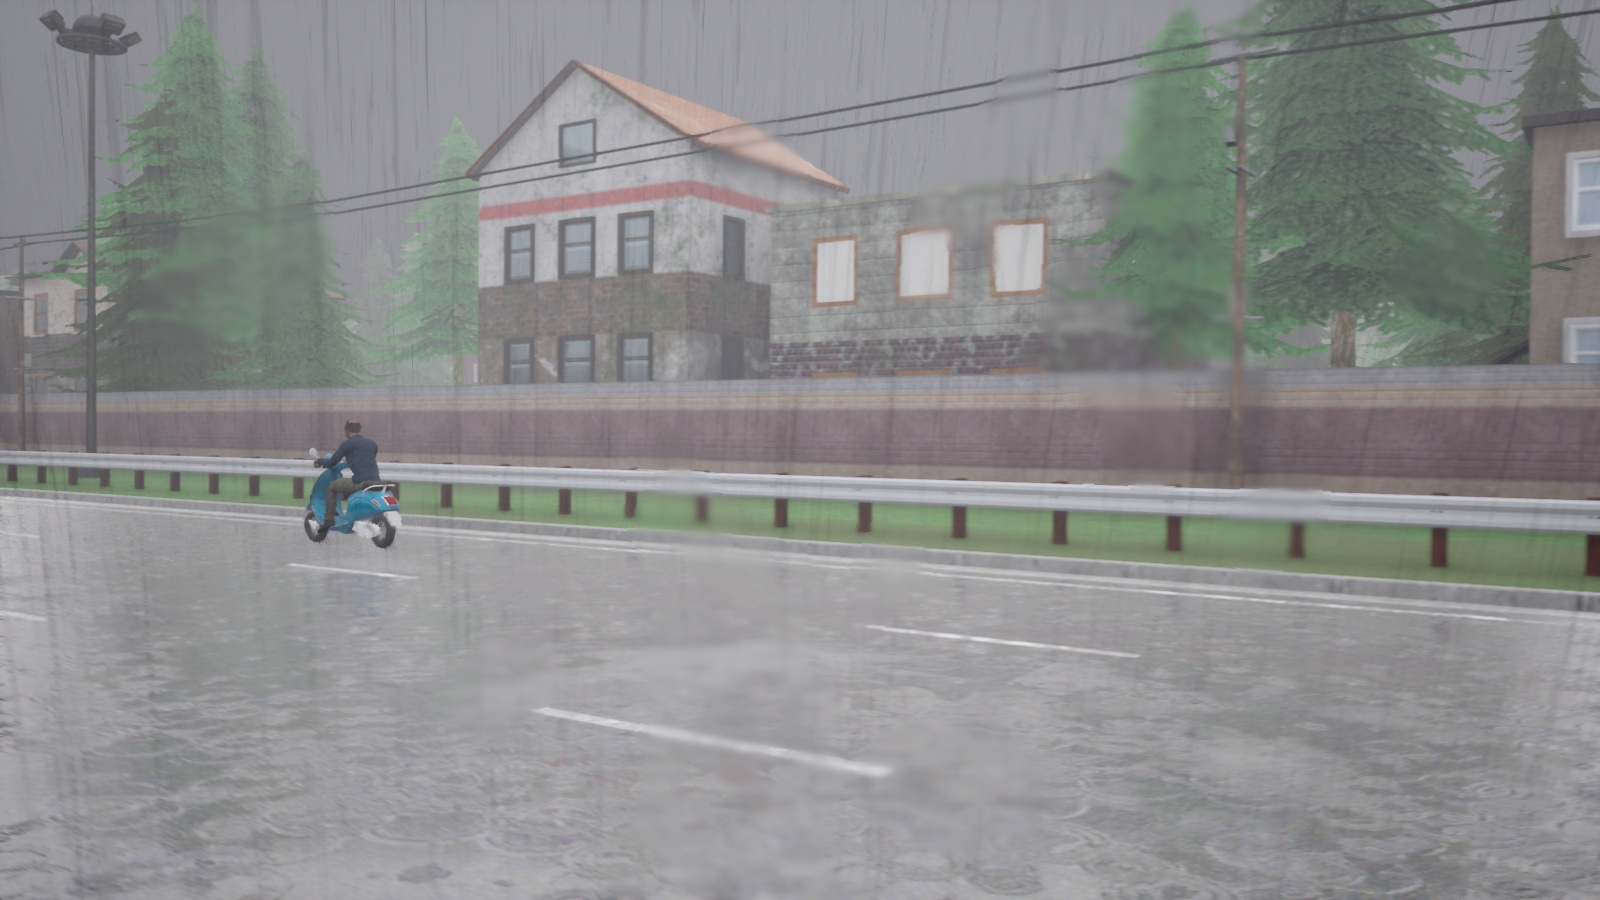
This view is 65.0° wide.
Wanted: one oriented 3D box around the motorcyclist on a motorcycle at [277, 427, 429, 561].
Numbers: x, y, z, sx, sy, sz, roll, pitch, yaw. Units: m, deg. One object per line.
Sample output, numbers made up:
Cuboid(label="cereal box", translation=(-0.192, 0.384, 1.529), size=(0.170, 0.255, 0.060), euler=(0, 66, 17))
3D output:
Cuboid(label="motorcyclist on a motorcycle", translation=(-5.621, 0.521, 15.761), size=(1.817, 1.590, 0.866), euler=(0, 1, 34))
